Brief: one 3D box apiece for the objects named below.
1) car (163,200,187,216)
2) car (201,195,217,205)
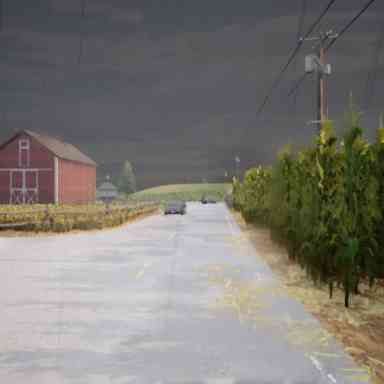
[{"bbox_3d":[-1.527,1.512,31.762,1.837,1.490,4.892,0,0,4],"label":"car"},{"bbox_3d":[2.972,1.243,57.453,2.097,1.767,4.553,-1,0,-8],"label":"car"}]
